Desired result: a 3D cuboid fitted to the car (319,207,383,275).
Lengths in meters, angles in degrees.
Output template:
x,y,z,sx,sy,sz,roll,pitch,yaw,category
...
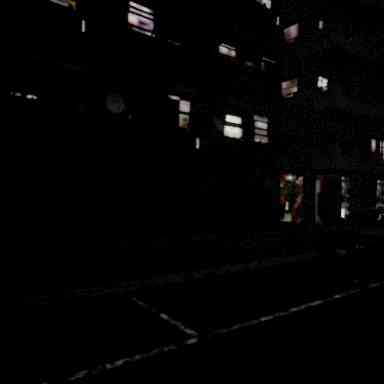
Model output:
x,y,z,sx,sy,sz,roll,pitch,yaw,category
6.374,1.442,11.070,5.009,1.841,2.192,1,1,-35,car
